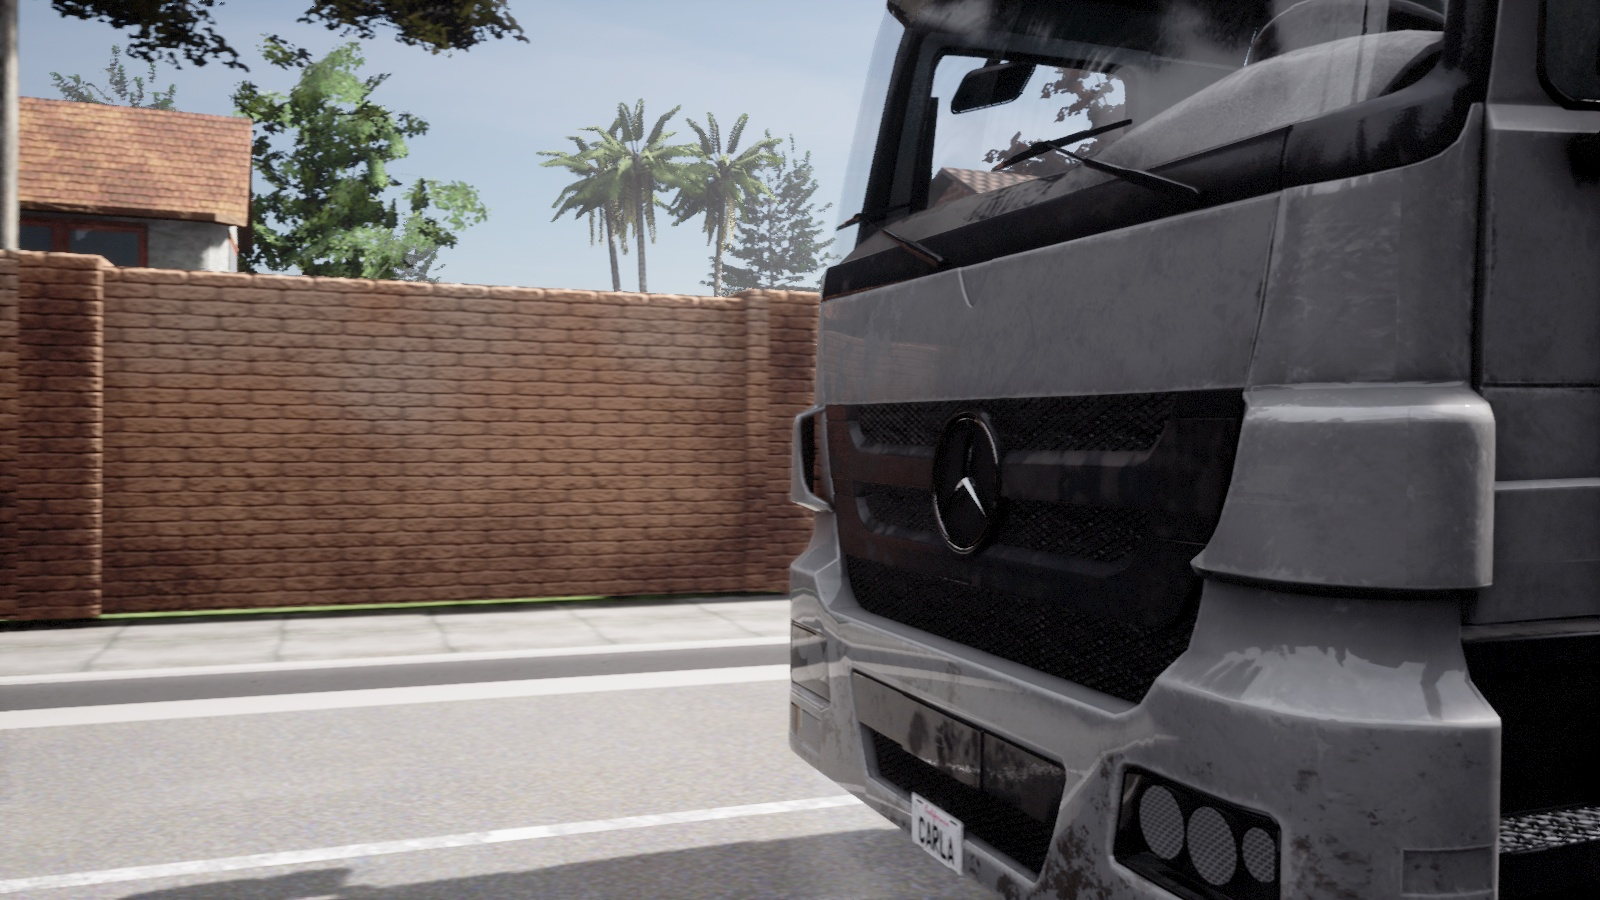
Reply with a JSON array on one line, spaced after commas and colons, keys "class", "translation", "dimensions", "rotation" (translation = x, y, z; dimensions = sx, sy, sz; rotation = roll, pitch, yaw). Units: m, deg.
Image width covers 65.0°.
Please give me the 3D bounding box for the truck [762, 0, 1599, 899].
[{"class": "truck", "translation": [4.095, -0.306, 4.782], "dimensions": [7.936, 3.462, 2.891], "rotation": [-1, 1, -21]}]
